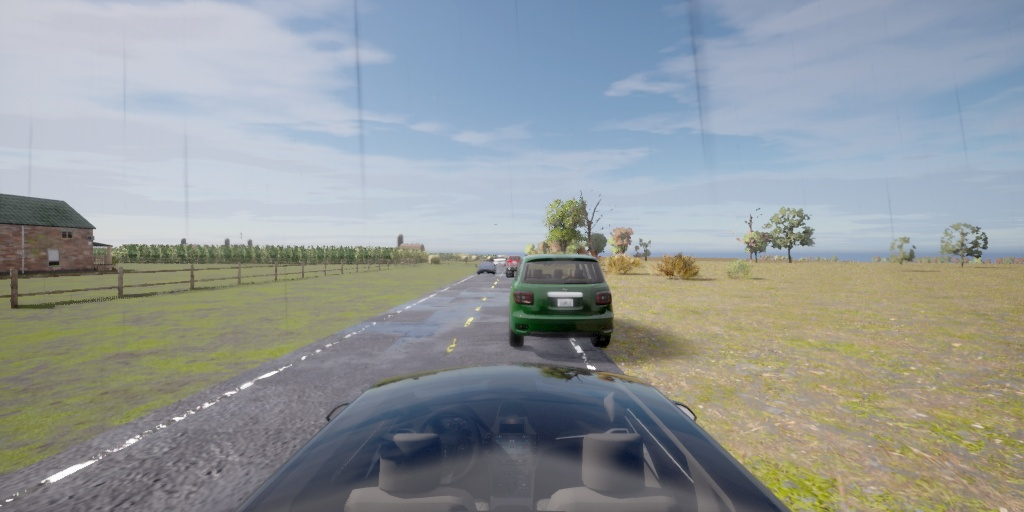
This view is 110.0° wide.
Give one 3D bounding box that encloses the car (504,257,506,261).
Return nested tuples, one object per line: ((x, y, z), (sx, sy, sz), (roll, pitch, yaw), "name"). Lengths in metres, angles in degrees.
((0.373, 0.963, 48.796), (2.150, 2.045, 5.566), (0, 0, 1), "car")

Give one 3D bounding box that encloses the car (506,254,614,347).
((1.025, 0.973, 9.442), (2.150, 2.045, 5.566), (0, 0, 0), "car")

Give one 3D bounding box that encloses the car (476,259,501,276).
((-2.590, 1.291, 37.605), (2.033, 1.411, 5.357), (0, 0, 0), "car")

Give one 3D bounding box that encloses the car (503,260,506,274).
((0.348, 1.344, 38.481), (1.895, 1.301, 4.718), (0, 0, 1), "car")
